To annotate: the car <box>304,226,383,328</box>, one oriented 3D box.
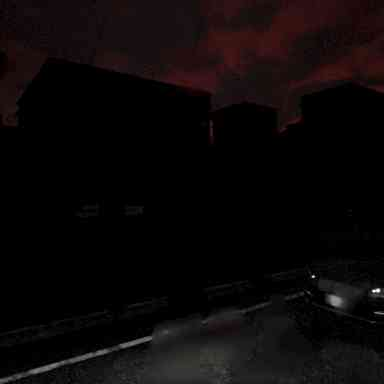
[{"bbox_3d":[4.290,1.473,6.746,4.902,1.511,2.128,0,0,-35],"label":"car"}]
